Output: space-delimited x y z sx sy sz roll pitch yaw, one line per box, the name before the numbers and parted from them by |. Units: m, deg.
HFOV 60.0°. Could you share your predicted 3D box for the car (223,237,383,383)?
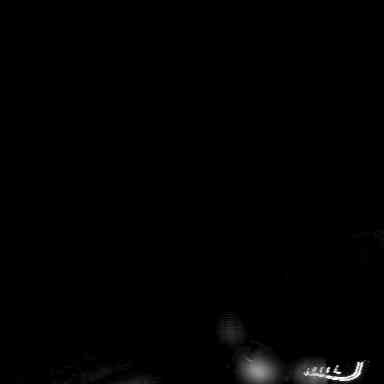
car | 2.611 1.477 4.633 4.892 1.490 1.837 0 0 -36
